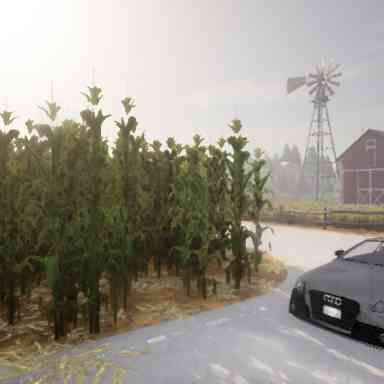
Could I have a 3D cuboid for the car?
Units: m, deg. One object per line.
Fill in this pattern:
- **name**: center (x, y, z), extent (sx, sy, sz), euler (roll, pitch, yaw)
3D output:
- **car**: center (3.684, 1.561, 5.975), extent (4.181, 1.385, 1.994), euler (0, 0, -34)
